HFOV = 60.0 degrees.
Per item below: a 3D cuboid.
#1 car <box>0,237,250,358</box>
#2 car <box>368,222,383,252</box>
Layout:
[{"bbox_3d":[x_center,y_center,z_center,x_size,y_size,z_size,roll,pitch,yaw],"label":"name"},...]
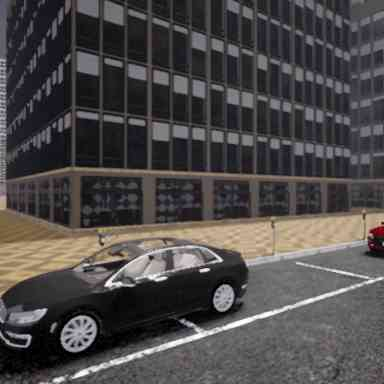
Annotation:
[{"bbox_3d":[-0.906,1.544,5.908,4.403,1.369,2.008,0,0,-35],"label":"car"},{"bbox_3d":[8.364,1.508,12.516,4.507,1.381,1.887,0,0,-35],"label":"car"}]
